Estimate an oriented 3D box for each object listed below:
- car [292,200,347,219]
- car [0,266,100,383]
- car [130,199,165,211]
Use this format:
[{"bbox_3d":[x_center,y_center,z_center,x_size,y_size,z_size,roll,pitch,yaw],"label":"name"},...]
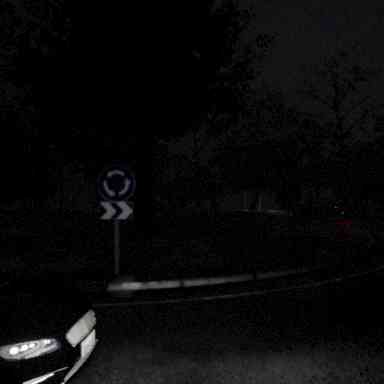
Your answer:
[{"bbox_3d":[10.593,1.395,27.982,2.128,1.511,4.902,0,0,-26],"label":"car"},{"bbox_3d":[-3.640,1.479,3.999,4.902,1.511,2.128,0,1,4],"label":"car"},{"bbox_3d":[-5.679,1.431,36.130,5.357,1.411,2.033,0,0,-9],"label":"car"}]
